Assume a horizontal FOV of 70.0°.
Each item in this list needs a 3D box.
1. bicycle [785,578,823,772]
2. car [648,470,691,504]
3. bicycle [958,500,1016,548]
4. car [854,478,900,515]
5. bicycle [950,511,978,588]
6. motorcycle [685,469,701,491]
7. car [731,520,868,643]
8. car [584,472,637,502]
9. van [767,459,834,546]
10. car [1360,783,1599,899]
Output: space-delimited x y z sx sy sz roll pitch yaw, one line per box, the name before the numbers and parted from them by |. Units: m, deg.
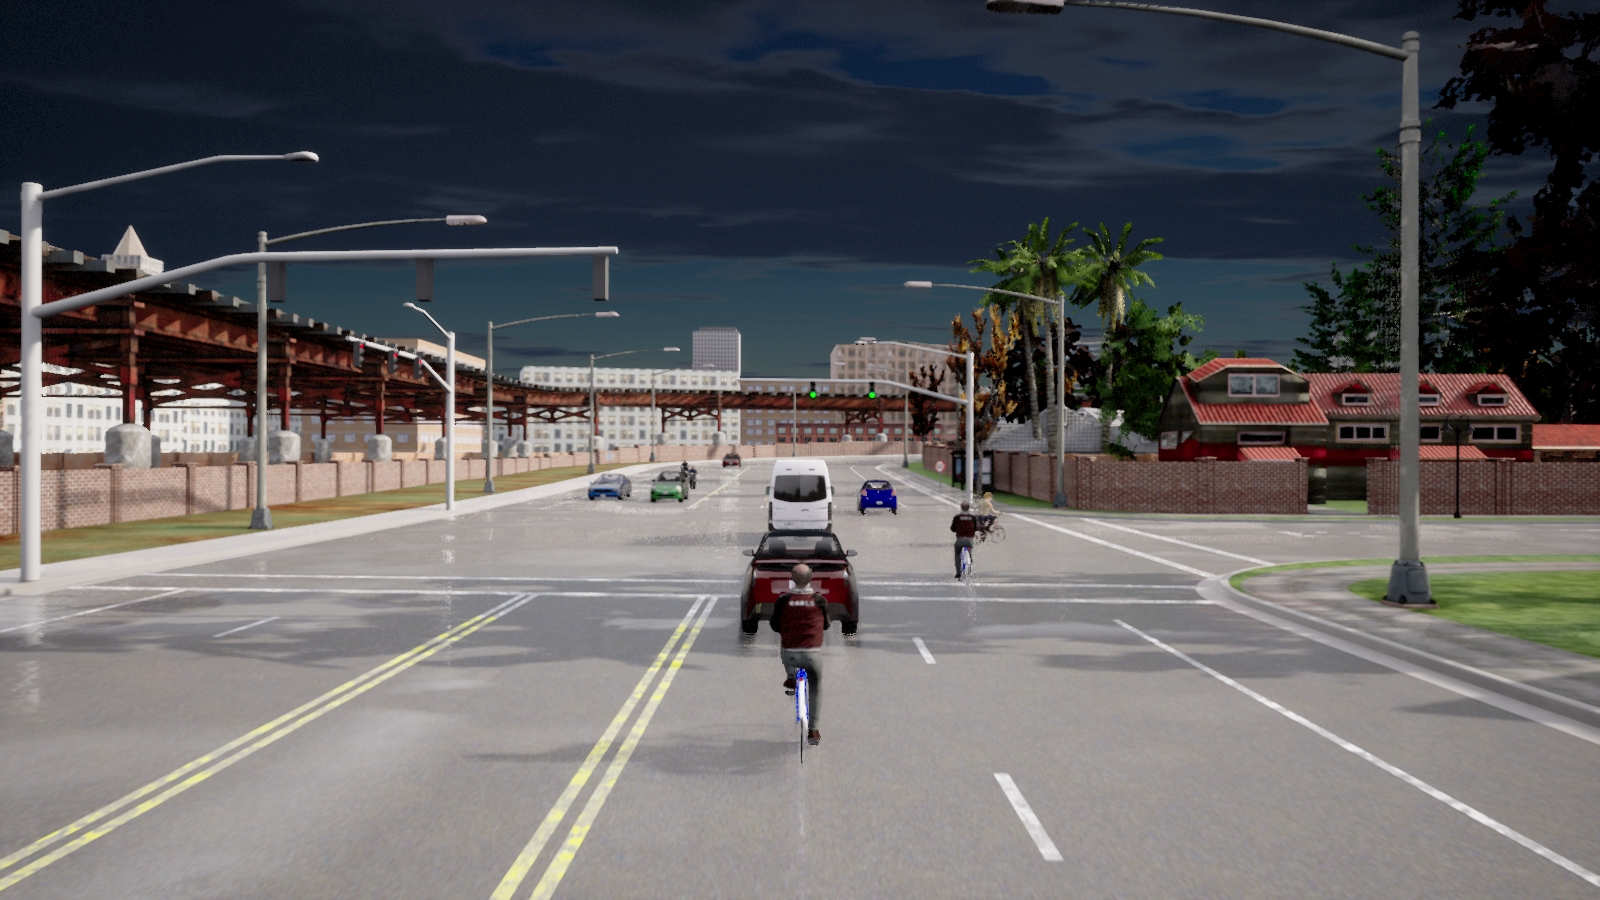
bicycle | 0.029 2.069 10.904 0.329 1.496 1.835 0 0 0
car | -7.001 1.957 61.551 1.851 1.617 3.988 0 1 0
bicycle | 5.656 2.216 34.549 1.487 1.301 0.859 0 5 -38
car | 3.499 2.095 52.364 1.845 1.501 3.633 0 0 0
bicycle | 3.517 2.105 24.550 0.329 1.496 1.835 0 0 0
motorcycle | -7.013 1.949 74.721 0.856 1.341 1.805 0 0 0
car | -0.002 2.074 19.018 2.007 1.525 4.514 0 0 0
car | -10.500 2.035 63.571 2.033 1.411 5.357 0 1 0
van | 0.013 1.588 37.194 1.988 2.561 5.915 0 0 0
car | 3.306 2.124 2.160 2.033 1.411 5.357 0 0 2
